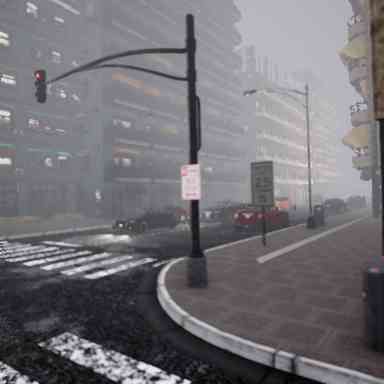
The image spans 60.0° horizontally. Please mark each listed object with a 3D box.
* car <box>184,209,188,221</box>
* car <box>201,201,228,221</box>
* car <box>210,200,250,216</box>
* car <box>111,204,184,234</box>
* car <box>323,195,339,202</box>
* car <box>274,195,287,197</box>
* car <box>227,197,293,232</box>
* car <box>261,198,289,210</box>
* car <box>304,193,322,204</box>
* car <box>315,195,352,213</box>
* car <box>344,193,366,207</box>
[{"bbox_3d":[-2.144,1.650,25.050,1.887,1.381,4.507,-2,0,36],"label":"car"},{"bbox_3d":[2.610,1.480,27.030,2.128,1.511,4.902,-2,-1,36],"label":"car"},{"bbox_3d":[3.885,1.574,33.156,2.008,1.369,4.403,-2,-1,36],"label":"car"},{"bbox_3d":[-2.717,1.624,19.734,1.994,1.385,4.181,-2,-1,36],"label":"car"},{"bbox_3d":[27.262,1.274,65.183,2.008,1.369,4.403,-2,-1,36],"label":"car"},{"bbox_3d":[9.149,1.253,35.946,2.097,1.767,4.553,-2,-1,37],"label":"car"},{"bbox_3d":[4.060,1.292,19.004,1.967,1.590,4.097,-2,-1,36],"label":"car"},{"bbox_3d":[10.565,1.501,42.307,1.947,1.339,4.313,-2,-1,36],"label":"car"},{"bbox_3d":[20.577,1.121,56.035,2.192,1.841,5.009,-2,-1,36],"label":"car"},{"bbox_3d":[13.990,1.288,32.792,1.947,1.339,4.313,-2,-1,36],"label":"car"},{"bbox_3d":[20.668,1.179,41.943,1.887,1.381,4.507,-2,-1,36],"label":"car"}]
